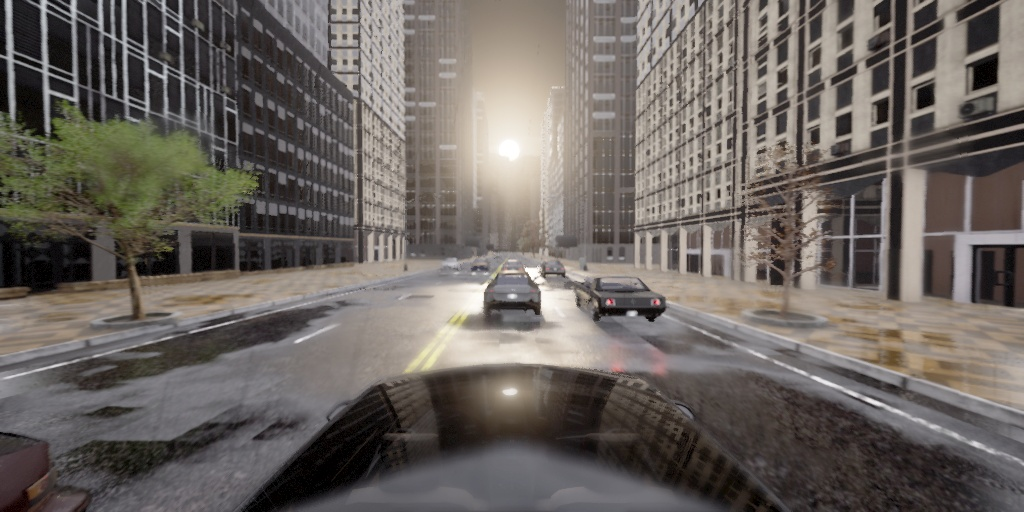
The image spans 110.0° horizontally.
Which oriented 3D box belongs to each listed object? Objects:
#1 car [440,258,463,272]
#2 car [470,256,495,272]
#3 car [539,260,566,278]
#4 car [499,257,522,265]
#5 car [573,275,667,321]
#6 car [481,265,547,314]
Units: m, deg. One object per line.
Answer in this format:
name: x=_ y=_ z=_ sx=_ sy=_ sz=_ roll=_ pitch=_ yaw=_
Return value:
car: x=-6.577 y=0.940 z=39.080 sx=1.812 sy=1.442 sz=4.674 roll=0 pitch=0 yaw=0
car: x=-3.332 y=0.965 z=38.742 sx=2.033 sy=1.411 sz=5.357 roll=0 pitch=1 yaw=0
car: x=3.342 y=1.046 z=30.156 sx=2.033 sy=1.411 sz=5.357 roll=0 pitch=1 yaw=0
car: x=0.092 y=1.045 z=30.189 sx=2.033 sy=1.411 sz=5.357 roll=0 pitch=1 yaw=0
car: x=3.276 y=1.263 z=11.940 sx=1.895 sy=1.301 sz=4.718 roll=0 pitch=1 yaw=0
car: x=0.039 y=1.215 z=13.247 sx=1.994 sy=1.385 sz=4.181 roll=0 pitch=1 yaw=1
